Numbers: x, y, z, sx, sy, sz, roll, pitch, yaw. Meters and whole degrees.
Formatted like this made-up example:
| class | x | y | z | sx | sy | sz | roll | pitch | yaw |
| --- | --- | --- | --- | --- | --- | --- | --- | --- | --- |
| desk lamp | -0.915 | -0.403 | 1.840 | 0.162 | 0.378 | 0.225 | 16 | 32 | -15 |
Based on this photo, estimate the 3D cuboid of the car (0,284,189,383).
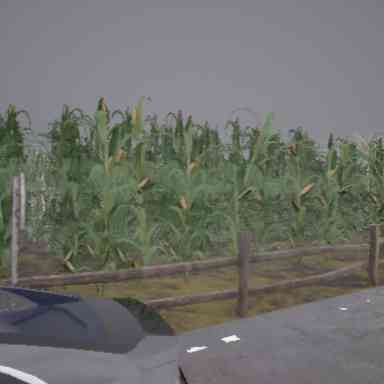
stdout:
| class | x | y | z | sx | sy | sz | roll | pitch | yaw |
| --- | --- | --- | --- | --- | --- | --- | --- | --- | --- |
| car | -2.328 | 1.410 | 1.708 | 4.902 | 1.511 | 2.128 | 0 | 1 | -30 |
